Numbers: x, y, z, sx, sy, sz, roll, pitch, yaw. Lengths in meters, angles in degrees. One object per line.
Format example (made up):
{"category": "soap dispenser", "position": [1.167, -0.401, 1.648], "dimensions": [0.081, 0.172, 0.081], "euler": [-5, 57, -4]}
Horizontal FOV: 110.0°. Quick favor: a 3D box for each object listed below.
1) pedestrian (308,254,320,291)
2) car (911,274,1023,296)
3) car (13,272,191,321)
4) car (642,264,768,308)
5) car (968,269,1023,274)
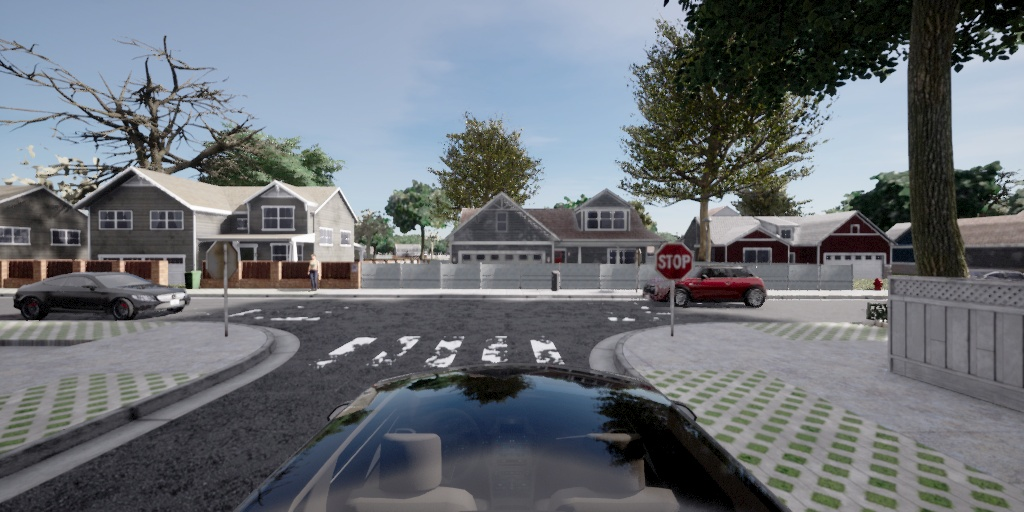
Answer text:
{"category": "pedestrian", "position": [-9.811, 0.816, 17.736], "dimensions": [0.375, 1.860, 0.375], "euler": [0, 0, -1]}
{"category": "car", "position": [16.479, 1.438, 12.293], "dimensions": [4.718, 1.301, 1.895], "euler": [0, 1, 0]}
{"category": "car", "position": [-13.359, 1.244, 11.784], "dimensions": [4.674, 1.442, 1.812], "euler": [0, 1, 1]}
{"category": "car", "position": [7.934, 1.128, 15.051], "dimensions": [4.553, 1.767, 2.097], "euler": [0, 1, -1]}
{"category": "car", "position": [19.638, 1.313, 15.196], "dimensions": [4.902, 1.511, 2.128], "euler": [0, 1, -1]}
